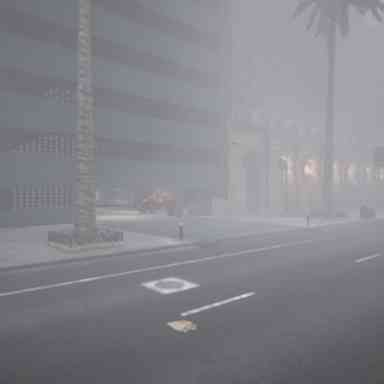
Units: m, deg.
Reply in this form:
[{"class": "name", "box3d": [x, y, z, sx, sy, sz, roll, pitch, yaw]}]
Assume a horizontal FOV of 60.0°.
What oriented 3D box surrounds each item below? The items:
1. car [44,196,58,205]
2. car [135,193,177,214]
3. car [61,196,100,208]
[{"class": "car", "box3d": [-22.947, 1.481, 56.645, 4.786, 1.482, 2.161, 0, 0, -41]}, {"class": "car", "box3d": [-3.055, 1.086, 34.051, 5.566, 2.045, 2.435, 0, 0, -41]}, {"class": "car", "box3d": [-15.719, 1.526, 47.562, 4.718, 1.301, 1.895, 0, 0, -41]}]
